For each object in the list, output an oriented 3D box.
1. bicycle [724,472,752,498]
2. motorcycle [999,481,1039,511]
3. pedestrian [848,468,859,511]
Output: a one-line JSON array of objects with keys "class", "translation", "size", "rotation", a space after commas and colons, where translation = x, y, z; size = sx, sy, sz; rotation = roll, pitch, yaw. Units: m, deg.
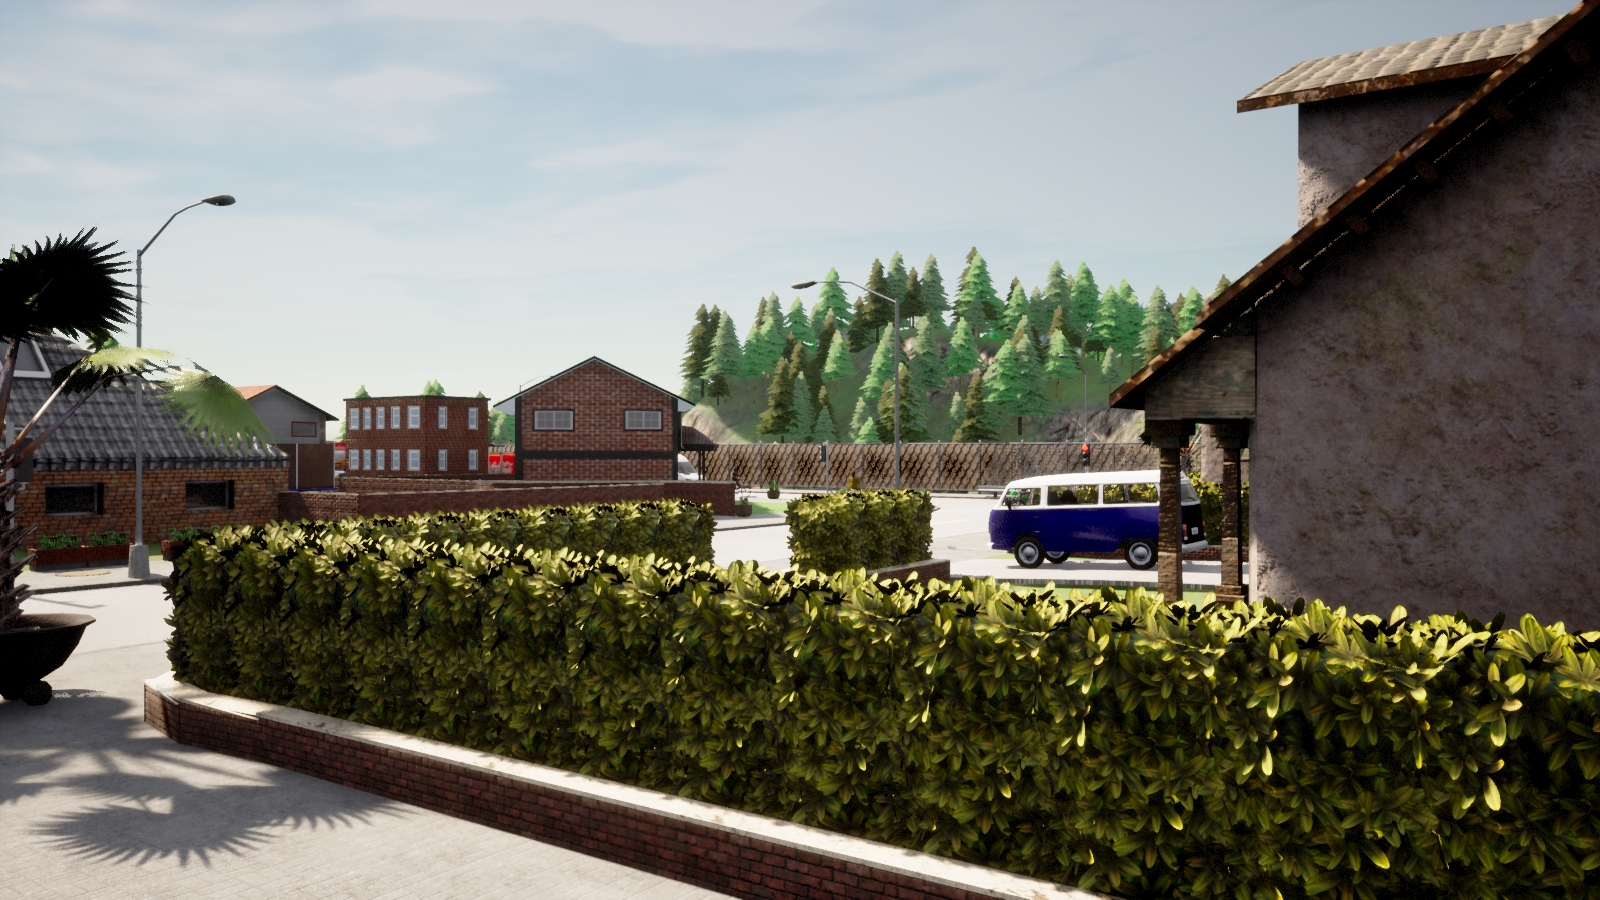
[{"class": "bicycle", "translation": [-3.643, 2.044, 67.431], "size": [1.835, 1.471, 0.329], "rotation": [0, 0, 35]}, {"class": "motorcycle", "translation": [10.161, 2.133, 53.060], "size": [1.805, 1.316, 0.856], "rotation": [0, 2, -41]}, {"class": "pedestrian", "translation": [2.368, 1.735, 50.555], "size": [0.375, 1.860, 0.375], "rotation": [0, 0, 26]}]
